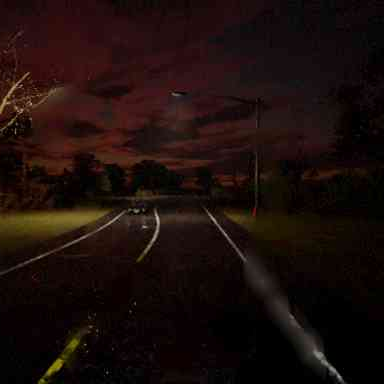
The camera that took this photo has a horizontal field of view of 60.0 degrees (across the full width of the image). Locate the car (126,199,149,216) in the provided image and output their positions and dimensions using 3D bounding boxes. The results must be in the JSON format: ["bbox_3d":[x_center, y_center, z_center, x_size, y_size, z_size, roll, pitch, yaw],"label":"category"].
[{"bbox_3d":[-5.213,1.486,31.964,1.837,1.490,4.892,0,0,-7],"label":"car"}]
